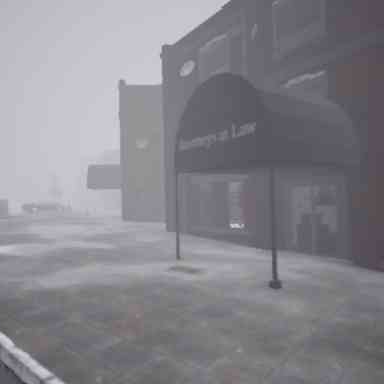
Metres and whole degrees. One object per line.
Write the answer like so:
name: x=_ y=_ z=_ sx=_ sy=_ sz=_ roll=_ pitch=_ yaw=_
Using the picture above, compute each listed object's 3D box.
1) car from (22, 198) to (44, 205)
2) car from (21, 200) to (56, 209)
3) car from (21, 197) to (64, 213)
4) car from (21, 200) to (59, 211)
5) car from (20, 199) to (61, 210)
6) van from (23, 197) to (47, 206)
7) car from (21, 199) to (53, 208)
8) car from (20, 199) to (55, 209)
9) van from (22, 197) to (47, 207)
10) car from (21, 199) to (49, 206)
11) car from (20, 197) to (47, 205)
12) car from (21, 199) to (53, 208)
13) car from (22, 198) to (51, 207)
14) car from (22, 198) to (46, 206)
car: x=-40.682 y=2.427 z=85.273 sx=2.185 sy=1.767 sz=4.553 roll=-1 pitch=-1 yaw=43
car: x=-24.813 y=1.994 z=53.848 sx=2.002 sy=1.452 sz=4.674 roll=-1 pitch=-1 yaw=43
car: x=-18.196 y=1.726 z=40.764 sx=2.231 sy=1.521 sz=4.892 roll=-1 pitch=-1 yaw=43
car: x=-22.163 y=1.902 z=48.613 sx=2.002 sy=1.452 sz=4.674 roll=-1 pitch=-1 yaw=43
car: x=-23.368 y=1.907 z=51.369 sx=1.946 sy=1.575 sz=5.366 roll=-1 pitch=-1 yaw=43
van: x=-35.337 y=2.111 z=74.878 sx=1.878 sy=1.987 sz=4.442 roll=-2 pitch=-2 yaw=43
car: x=-27.484 y=2.075 z=59.059 sx=2.163 sy=1.488 sz=4.792 roll=-1 pitch=-1 yaw=43
car: x=-26.129 y=2.001 z=56.467 sx=2.231 sy=1.521 sz=4.892 roll=-1 pitch=-1 yaw=43
van: x=-32.840 y=2.007 z=69.468 sx=1.878 sy=1.987 sz=4.442 roll=-1 pitch=-1 yaw=43
car: x=-34.094 y=2.284 z=72.167 sx=2.097 sy=1.535 sz=5.008 roll=-2 pitch=-2 yaw=43
car: x=-39.370 y=2.246 z=82.664 sx=2.435 sy=2.045 sz=5.566 roll=-2 pitch=-2 yaw=43
car: x=-28.784 y=2.093 z=61.704 sx=2.231 sy=1.521 sz=4.892 roll=-1 pitch=-1 yaw=43
car: x=-30.091 y=2.013 z=64.340 sx=2.185 sy=1.767 sz=4.553 roll=-1 pitch=-1 yaw=43
car: x=-36.761 y=2.261 z=77.385 sx=2.185 sy=1.767 sz=4.553 roll=-2 pitch=-2 yaw=43
